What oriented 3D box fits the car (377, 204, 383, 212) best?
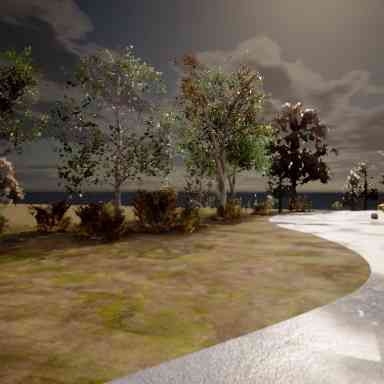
[{"bbox_3d":[23.439,1.550,37.085,5.008,1.535,1.882,0,-1,3],"label":"car"}]
